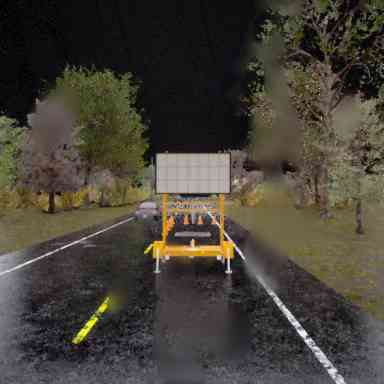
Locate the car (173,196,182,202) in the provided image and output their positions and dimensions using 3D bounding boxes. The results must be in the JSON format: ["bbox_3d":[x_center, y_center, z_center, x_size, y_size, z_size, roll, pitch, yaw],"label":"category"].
[{"bbox_3d":[-3.266,1.705,77.719,2.033,1.411,5.357,0,0,0],"label":"car"}]

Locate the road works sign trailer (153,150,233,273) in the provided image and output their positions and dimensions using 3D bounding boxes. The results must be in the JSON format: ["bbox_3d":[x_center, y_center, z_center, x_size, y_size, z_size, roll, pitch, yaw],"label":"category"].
[{"bbox_3d":[0.036,0.469,10.689,2.380,3.560,2.880,0,0,0],"label":"road works sign trailer"}]

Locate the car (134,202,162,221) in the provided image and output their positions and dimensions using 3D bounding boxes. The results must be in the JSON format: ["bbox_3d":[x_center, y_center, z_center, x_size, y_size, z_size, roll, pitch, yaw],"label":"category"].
[{"bbox_3d":[-3.519,1.550,27.320,1.812,1.442,4.674,0,0,0],"label":"car"}]
